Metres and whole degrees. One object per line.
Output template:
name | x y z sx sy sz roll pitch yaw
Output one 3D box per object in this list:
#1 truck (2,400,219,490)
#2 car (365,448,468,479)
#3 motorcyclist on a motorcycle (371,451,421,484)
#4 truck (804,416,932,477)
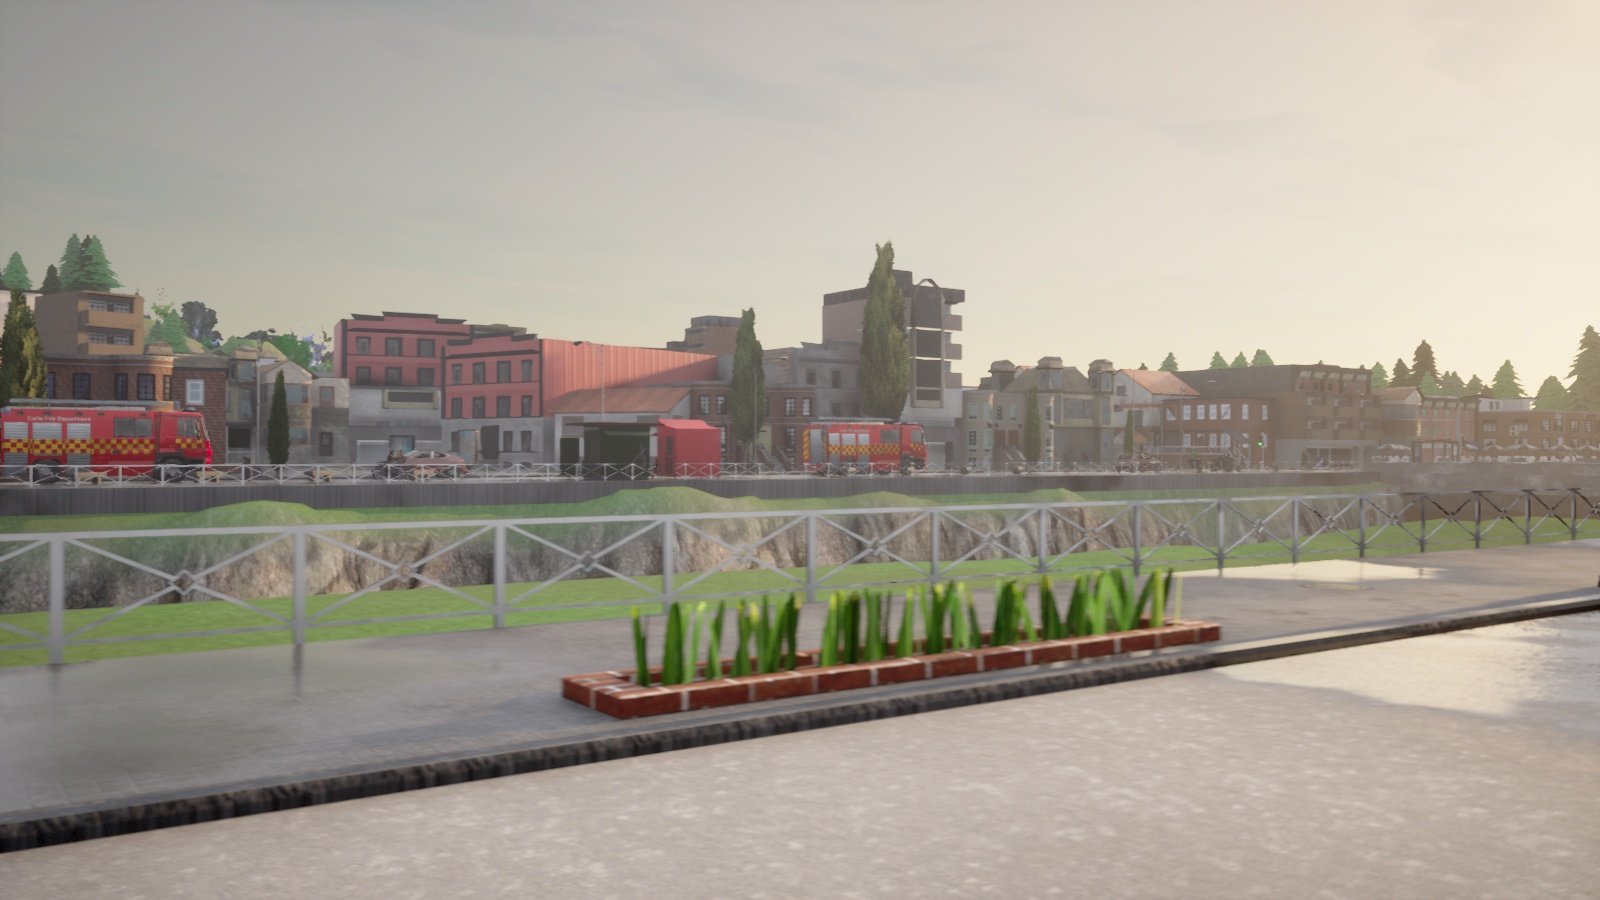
truck | -31.477 -0.212 57.532 8.468 3.827 2.891 0 0 -35
car | -21.229 0.739 69.541 5.027 1.651 2.152 0 0 -35
motorcyclist on a motorcycle | -20.884 0.898 64.906 2.350 1.649 0.766 0 0 -35
truck | 4.540 -0.227 82.616 8.468 3.827 2.891 0 0 -35
